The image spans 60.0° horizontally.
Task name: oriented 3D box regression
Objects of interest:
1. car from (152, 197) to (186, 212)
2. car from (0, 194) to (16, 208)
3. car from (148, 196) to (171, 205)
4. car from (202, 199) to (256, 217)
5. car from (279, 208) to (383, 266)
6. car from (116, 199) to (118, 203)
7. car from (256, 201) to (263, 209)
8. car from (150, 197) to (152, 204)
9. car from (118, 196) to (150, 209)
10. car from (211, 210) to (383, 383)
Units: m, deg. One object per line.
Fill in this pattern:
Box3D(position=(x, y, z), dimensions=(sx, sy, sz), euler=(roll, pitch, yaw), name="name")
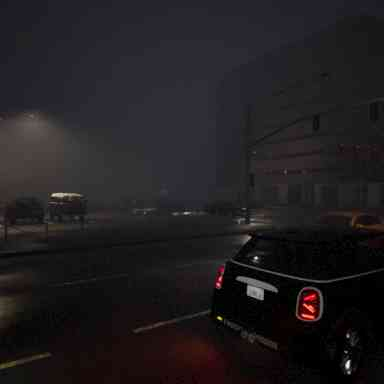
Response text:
Box3D(position=(-2.549, 1.574, 39.444), dimensions=(1.812, 1.442, 4.674), euler=(0, 0, -36), name="car")
Box3D(position=(-31.741, 1.206, 56.446), dimensions=(1.932, 1.855, 4.605), euler=(0, 0, -35), name="car")
Box3D(position=(-6.205, 1.591, 63.059), dimensions=(2.033, 1.411, 5.357), euler=(0, 0, -35), name="car")
Box3D(position=(3.143, 1.595, 31.410), dimensions=(2.033, 1.411, 5.357), euler=(0, 0, -35), name="car")
Box3D(position=(5.609, 1.472, 12.325), dimensions=(5.008, 1.535, 1.882), euler=(0, 0, -36), name="car")
Box3D(position=(-13.980, 1.609, 67.961), dimensions=(1.994, 1.385, 4.181), euler=(0, 0, -35), name="car")
Box3D(position=(7.009, 1.591, 44.440), dimensions=(2.033, 1.411, 5.357), euler=(0, 0, -35), name="car")
Box3D(position=(-8.296, 1.571, 59.954), dimensions=(1.812, 1.442, 4.674), euler=(0, 0, -36), name="car")
Box3D(position=(-8.309, 1.400, 47.559), dimensions=(2.097, 1.767, 4.553), euler=(0, 0, -35), name="car")
Box3D(position=(2.574, 1.350, 5.637), dimensions=(4.553, 1.767, 2.097), euler=(0, 0, -35), name="car")
